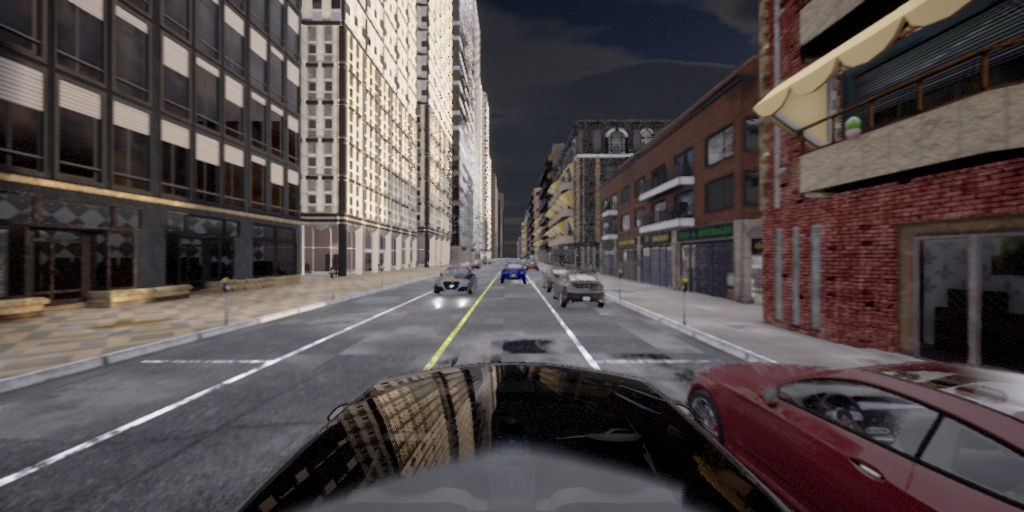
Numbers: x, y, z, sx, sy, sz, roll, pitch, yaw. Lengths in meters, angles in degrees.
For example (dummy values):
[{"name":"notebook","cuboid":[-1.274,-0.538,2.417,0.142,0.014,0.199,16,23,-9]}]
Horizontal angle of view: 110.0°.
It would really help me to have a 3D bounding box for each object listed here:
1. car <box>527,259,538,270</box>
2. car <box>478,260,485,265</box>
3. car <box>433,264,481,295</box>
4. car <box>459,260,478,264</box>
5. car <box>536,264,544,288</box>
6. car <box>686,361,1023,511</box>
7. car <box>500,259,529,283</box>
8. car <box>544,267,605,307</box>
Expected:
[{"name":"car","cuboid":[2.693,1.345,49.037,1.802,1.307,4.207,0,0,0]},{"name":"car","cuboid":[-5.687,1.313,54.686,1.888,1.381,4.507,0,0,0]},{"name":"car","cuboid":[-3.006,1.317,19.902,1.994,1.385,4.181,0,0,1]},{"name":"car","cuboid":[-5.687,1.311,43.388,2.007,1.370,4.403,0,0,0]},{"name":"car","cuboid":[2.692,1.303,20.794,2.007,1.370,4.403,0,0,0]},{"name":"car","cuboid":[2.740,1.332,2.228,1.802,1.307,4.207,0,0,0]},{"name":"car","cuboid":[0.104,1.232,28.080,1.882,1.535,5.008,0,0,0]},{"name":"car","cuboid":[2.691,1.302,15.145,2.007,1.370,4.403,0,0,0]}]
